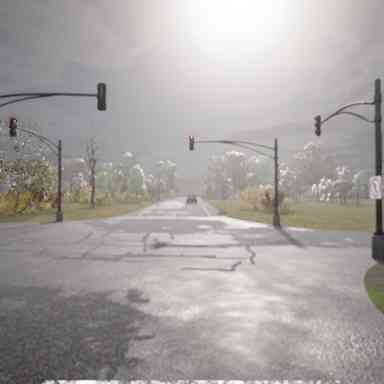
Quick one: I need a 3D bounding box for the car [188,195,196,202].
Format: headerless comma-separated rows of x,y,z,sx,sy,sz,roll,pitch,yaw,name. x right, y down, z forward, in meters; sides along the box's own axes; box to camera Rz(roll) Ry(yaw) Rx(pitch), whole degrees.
-0.020,1.466,78.301,1.882,1.535,5.008,0,0,0,car

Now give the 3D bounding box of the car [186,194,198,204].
-0.017,1.347,67.910,2.150,2.045,5.566,0,0,0,car
